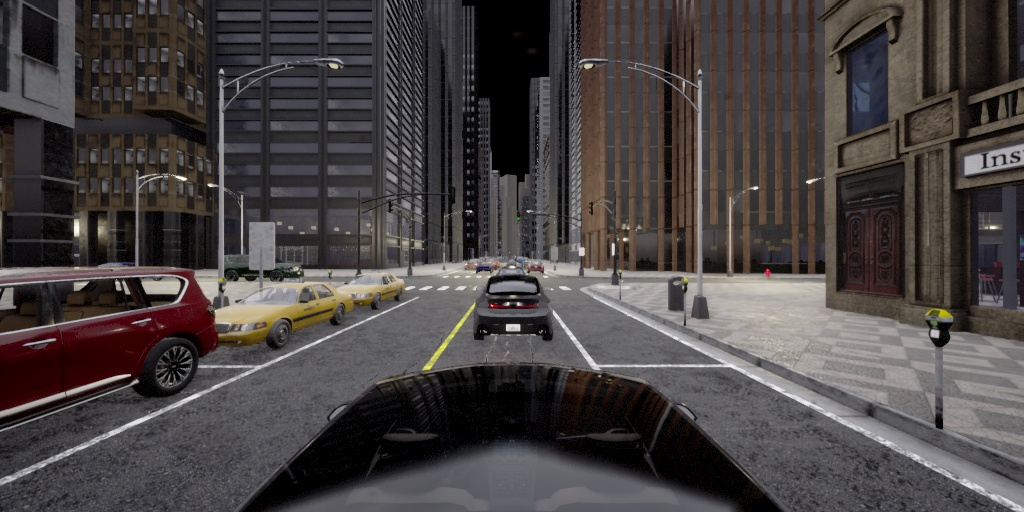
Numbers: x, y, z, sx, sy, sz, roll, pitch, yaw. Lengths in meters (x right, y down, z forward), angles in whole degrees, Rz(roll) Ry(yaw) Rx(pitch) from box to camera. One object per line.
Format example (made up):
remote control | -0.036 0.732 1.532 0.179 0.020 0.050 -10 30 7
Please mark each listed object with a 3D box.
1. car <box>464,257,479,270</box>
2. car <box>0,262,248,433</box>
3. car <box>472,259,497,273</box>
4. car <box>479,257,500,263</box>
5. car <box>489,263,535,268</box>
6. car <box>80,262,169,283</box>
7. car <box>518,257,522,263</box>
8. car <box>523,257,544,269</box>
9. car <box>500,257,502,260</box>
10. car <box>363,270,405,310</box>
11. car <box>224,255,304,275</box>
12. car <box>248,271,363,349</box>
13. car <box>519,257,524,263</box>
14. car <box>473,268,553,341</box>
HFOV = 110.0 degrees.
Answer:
car | -5.883 1.199 52.980 1.967 1.591 4.097 0 0 0
car | -5.766 1.065 3.784 2.192 1.841 5.009 0 0 0
car | -3.185 1.357 42.316 1.895 1.301 4.718 0 0 0
car | -3.205 1.111 52.010 2.097 1.767 4.553 0 0 0
car | -0.043 1.298 20.238 2.033 1.411 5.357 0 0 0
car | -28.575 1.189 26.541 4.674 1.442 1.812 0 0 0
car | 2.615 1.330 64.237 1.948 1.339 4.313 0 0 0
car | 2.668 1.196 41.801 1.967 1.591 4.097 0 0 0
car | -3.213 1.115 61.960 2.097 1.767 4.553 0 0 0
car | -5.792 1.276 14.817 1.751 1.417 4.829 0 0 0
car | -18.582 0.915 26.652 5.566 2.045 2.150 0 0 1
car | -5.779 1.276 9.215 1.751 1.417 4.829 0 0 0
car | 2.628 1.312 58.628 2.007 1.370 4.403 0 0 0
car | 0.037 1.255 9.909 1.837 1.490 4.892 0 0 0
